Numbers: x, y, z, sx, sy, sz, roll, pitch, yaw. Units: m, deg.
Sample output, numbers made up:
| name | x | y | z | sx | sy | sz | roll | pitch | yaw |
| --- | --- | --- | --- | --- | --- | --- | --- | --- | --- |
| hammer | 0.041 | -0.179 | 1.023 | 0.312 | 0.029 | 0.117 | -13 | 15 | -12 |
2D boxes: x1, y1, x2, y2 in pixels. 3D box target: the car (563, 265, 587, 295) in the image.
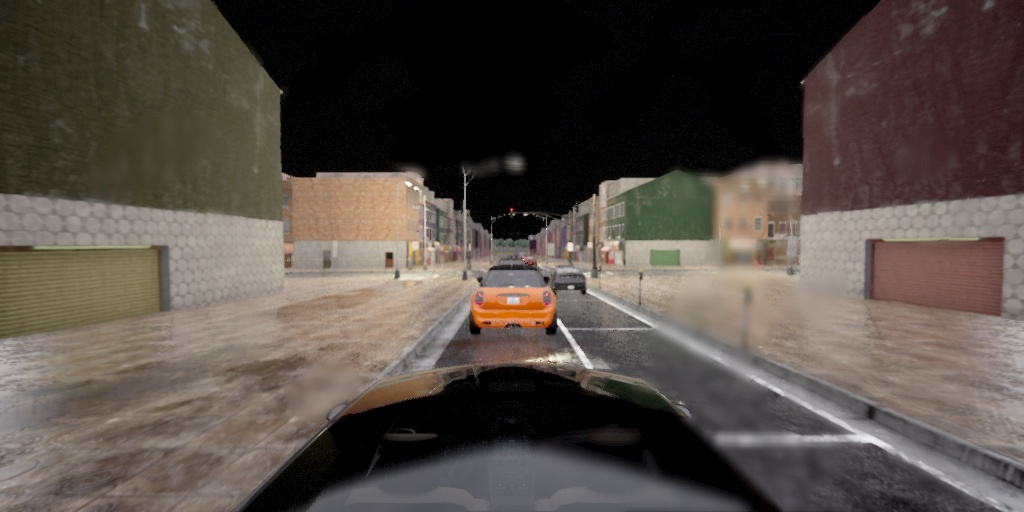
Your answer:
| name | x | y | z | sx | sy | sz | roll | pitch | yaw |
| --- | --- | --- | --- | --- | --- | --- | --- | --- | --- |
| car | 2.586 | 1.107 | 17.890 | 2.007 | 1.370 | 4.403 | 0 | 0 | 0 |

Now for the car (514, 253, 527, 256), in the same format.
| name | x | y | z | sx | sy | sz | roll | pitch | yaw |
| --- | --- | --- | --- | --- | --- | --- | --- | --- | --- |
| car | -0.059 | 0.881 | 20.199 | 2.097 | 1.767 | 4.553 | 0 | 1 | 0 |

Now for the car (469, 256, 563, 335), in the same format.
| name | x | y | z | sx | sy | sz | roll | pitch | yaw |
| --- | --- | --- | --- | --- | --- | --- | --- | --- | --- |
| car | 0.038 | 0.998 | 10.309 | 2.097 | 1.767 | 4.553 | 0 | 1 | 0 |
